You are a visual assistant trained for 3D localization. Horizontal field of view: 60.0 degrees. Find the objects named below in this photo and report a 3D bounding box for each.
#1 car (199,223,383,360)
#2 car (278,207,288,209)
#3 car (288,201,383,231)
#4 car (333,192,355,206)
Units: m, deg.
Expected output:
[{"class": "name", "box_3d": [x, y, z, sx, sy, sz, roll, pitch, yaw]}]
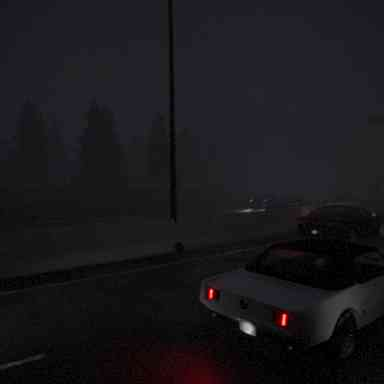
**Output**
[{"class": "car", "box_3d": [2.496, 1.512, 5.856, 4.718, 1.301, 1.895, -1, 1, -38]}, {"class": "car", "box_3d": [10.180, 1.015, 34.068, 1.882, 1.535, 5.008, 0, 1, 36]}, {"class": "car", "box_3d": [6.278, 1.259, 13.780, 5.008, 1.535, 1.882, -1, 1, -43]}, {"class": "car", "box_3d": [18.434, 0.834, 40.152, 1.882, 1.535, 5.008, 0, 1, 31]}]
